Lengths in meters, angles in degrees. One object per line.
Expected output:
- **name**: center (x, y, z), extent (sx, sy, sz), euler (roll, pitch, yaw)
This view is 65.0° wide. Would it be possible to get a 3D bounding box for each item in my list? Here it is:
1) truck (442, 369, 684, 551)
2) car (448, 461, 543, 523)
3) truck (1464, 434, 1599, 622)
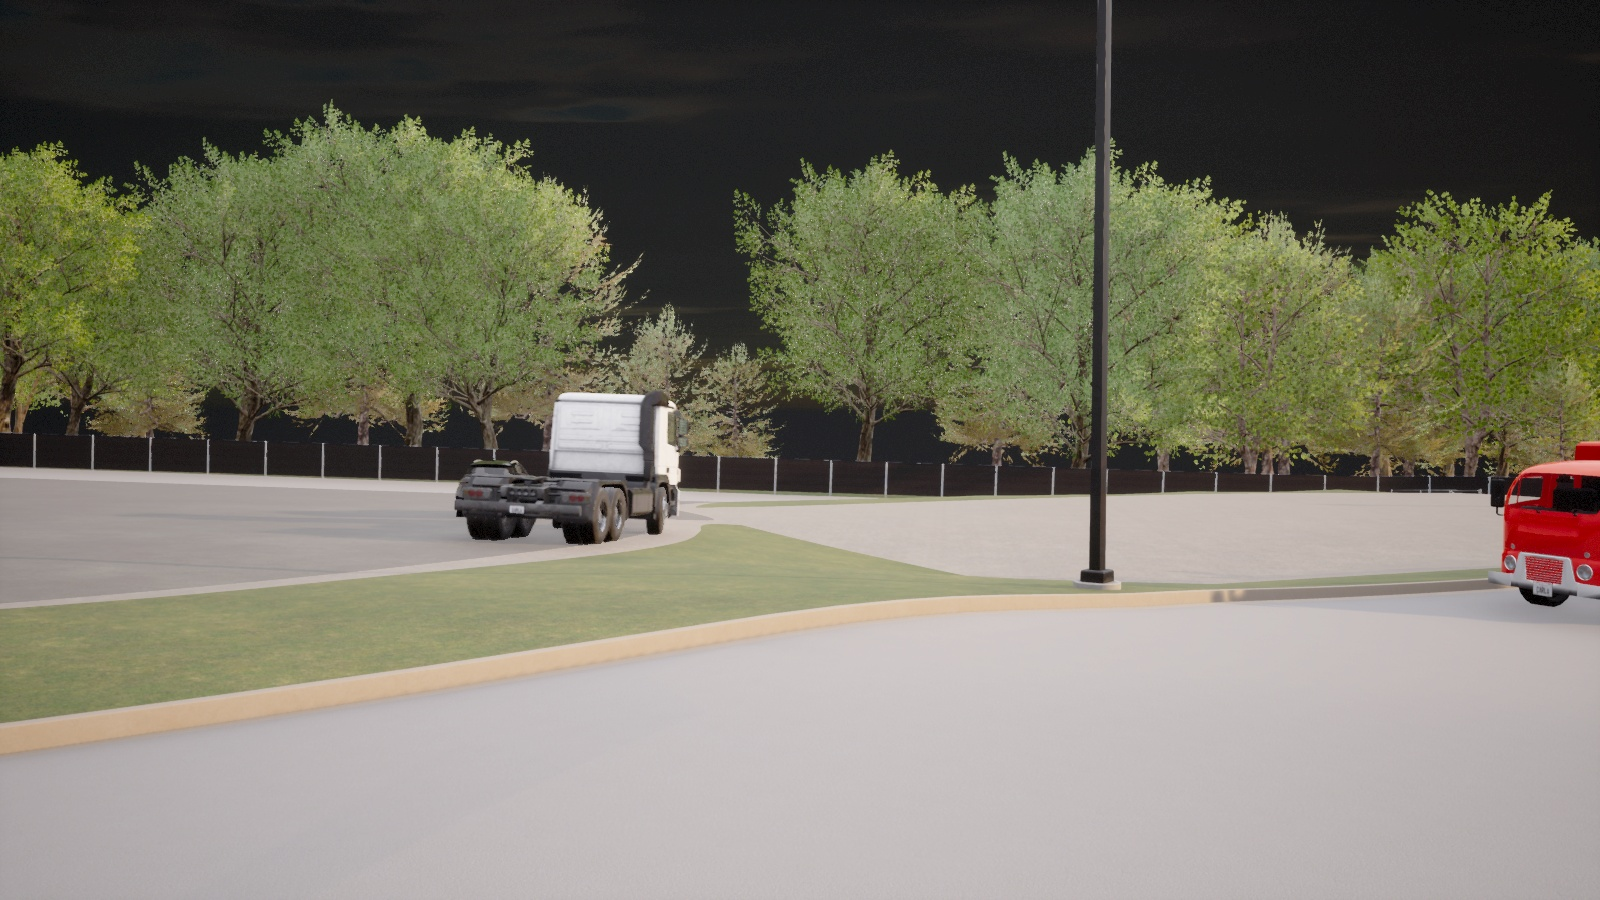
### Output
- **truck**: center (-5.028, 0.265, 28.582), extent (2.891, 3.462, 7.936), euler (2, -1, 8)
- **car**: center (-8.766, 1.169, 36.543), extent (2.033, 1.649, 4.856), euler (1, -1, -6)
- **truck**: center (12.801, 1.018, 18.328), extent (5.204, 2.467, 2.627), euler (0, 2, -20)
